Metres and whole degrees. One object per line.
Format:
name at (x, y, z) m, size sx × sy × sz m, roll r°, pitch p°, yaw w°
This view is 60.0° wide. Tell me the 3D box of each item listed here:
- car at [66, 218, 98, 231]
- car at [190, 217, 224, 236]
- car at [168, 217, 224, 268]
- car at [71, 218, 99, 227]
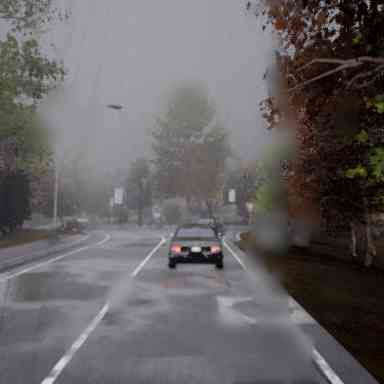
car at (-12.969, 3.700, 38.529) m, size 4.674 × 1.442 × 1.812 m, roll -5°, pitch -6°, yaw 43°
car at (1.393, 2.790, 27.425) m, size 2.033 × 1.411 × 5.357 m, roll -1°, pitch -5°, yaw 11°
car at (0.139, 1.858, 12.428) m, size 2.033 × 1.411 × 5.357 m, roll 0°, pitch -2°, yaw 1°
car at (-18.388, 5.272, 57.454) m, size 1.837 × 1.490 × 4.892 m, roll -3°, pitch -5°, yaw 23°
